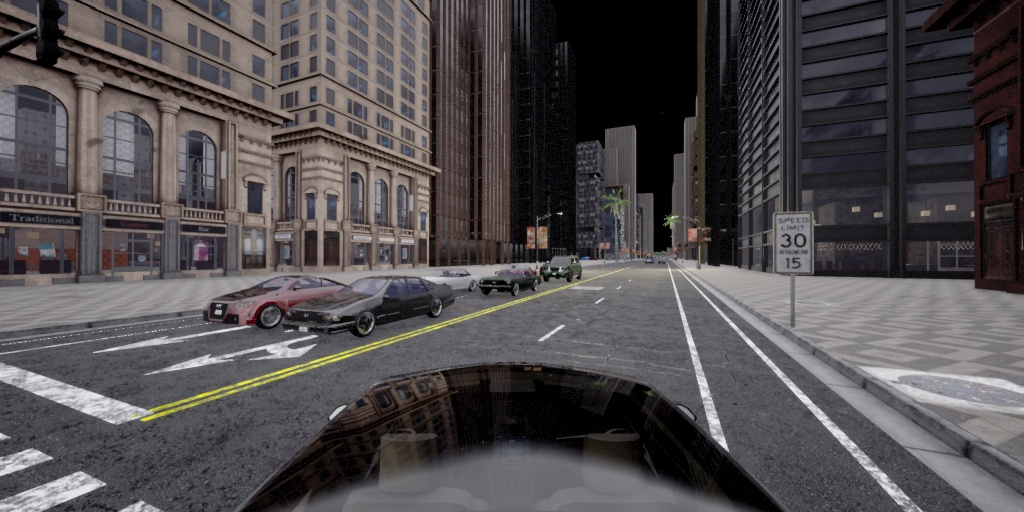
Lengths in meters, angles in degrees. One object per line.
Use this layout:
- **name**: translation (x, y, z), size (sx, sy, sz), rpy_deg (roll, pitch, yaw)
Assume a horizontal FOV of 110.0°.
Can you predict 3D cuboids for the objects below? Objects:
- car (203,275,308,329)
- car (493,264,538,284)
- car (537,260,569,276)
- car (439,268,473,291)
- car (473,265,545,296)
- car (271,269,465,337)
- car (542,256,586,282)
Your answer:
- **car**: translation (-7.026, 1.316, 11.372), size (1.994, 1.385, 4.181), rpy_deg (0, 0, 23)
- **car**: translation (0.359, 1.364, 28.577), size (1.895, 1.301, 4.718), rpy_deg (0, 0, 23)
- **car**: translation (4.420, 1.251, 37.941), size (1.882, 1.535, 5.008), rpy_deg (0, 0, 24)
- **car**: translation (-3.574, 1.357, 19.425), size (1.895, 1.301, 4.718), rpy_deg (0, 0, 23)
- **car**: translation (0.012, 1.358, 19.536), size (1.895, 1.301, 4.718), rpy_deg (0, 0, 23)
- **car**: translation (-3.771, 1.299, 10.725), size (2.033, 1.411, 5.357), rpy_deg (0, 0, 23)
- **car**: translation (4.237, 0.987, 29.363), size (2.150, 2.045, 5.566), rpy_deg (0, 0, 23)
